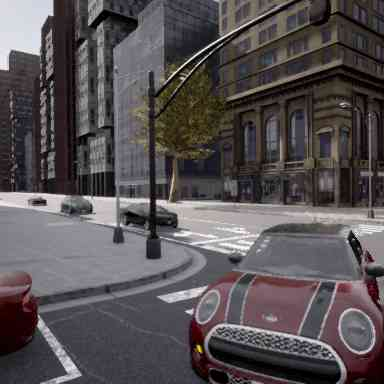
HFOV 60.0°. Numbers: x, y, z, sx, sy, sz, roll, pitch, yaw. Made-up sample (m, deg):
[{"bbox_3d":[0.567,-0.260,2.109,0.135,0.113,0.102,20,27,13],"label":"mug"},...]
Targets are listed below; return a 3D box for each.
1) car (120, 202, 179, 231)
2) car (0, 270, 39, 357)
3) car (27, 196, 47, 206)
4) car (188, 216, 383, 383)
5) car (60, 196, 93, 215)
[{"bbox_3d":[-2.714,1.406,20.567,1.882,1.535,5.008,-1,1,-36],"label":"car"},{"bbox_3d":[-4.175,1.545,3.660,4.507,1.381,1.887,0,-1,-36],"label":"car"},{"bbox_3d":[-22.092,1.261,47.444,1.895,1.301,4.718,-1,1,-36],"label":"car"},{"bbox_3d":[1.764,1.351,5.238,2.097,1.767,4.553,-1,0,28],"label":"car"},{"bbox_3d":[-11.252,1.161,32.341,2.097,1.767,4.553,-1,1,-36],"label":"car"}]
